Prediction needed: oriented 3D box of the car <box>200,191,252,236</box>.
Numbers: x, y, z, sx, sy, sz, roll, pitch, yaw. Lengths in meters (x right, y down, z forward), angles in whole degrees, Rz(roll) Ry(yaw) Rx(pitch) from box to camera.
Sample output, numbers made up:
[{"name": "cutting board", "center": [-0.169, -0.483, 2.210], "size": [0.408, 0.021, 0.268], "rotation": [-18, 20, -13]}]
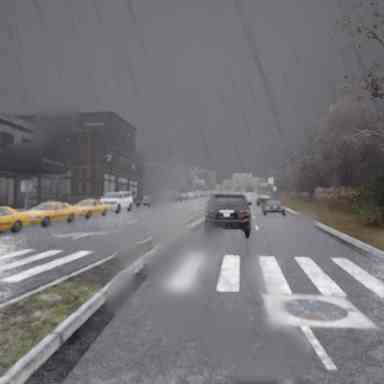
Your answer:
[{"name": "car", "center": [1.974, 1.102, 17.653], "size": [2.150, 2.045, 5.566], "rotation": [0, 0, 9]}]

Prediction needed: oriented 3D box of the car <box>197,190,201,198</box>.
[{"name": "car", "center": [0.178, 0.725, 81.919], "size": [2.185, 1.767, 4.553], "rotation": [0, 0, 9]}]

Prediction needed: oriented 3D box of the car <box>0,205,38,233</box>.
[{"name": "car", "center": [-10.183, 1.380, 16.218], "size": [1.946, 1.575, 5.366], "rotation": [0, 0, 9]}]

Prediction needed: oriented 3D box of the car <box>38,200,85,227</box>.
[{"name": "car", "center": [-9.313, 1.333, 21.672], "size": [1.946, 1.575, 5.366], "rotation": [0, 0, 9]}]

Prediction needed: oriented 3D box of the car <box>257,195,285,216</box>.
[{"name": "car", "center": [7.192, 1.308, 29.722], "size": [2.033, 1.411, 5.357], "rotation": [0, 0, 9]}]

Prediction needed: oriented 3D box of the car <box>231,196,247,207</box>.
[{"name": "car", "center": [6.230, 1.225, 44.102], "size": [1.994, 1.385, 4.181], "rotation": [0, 0, 9]}]

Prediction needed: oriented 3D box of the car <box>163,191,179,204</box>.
[{"name": "car", "center": [-4.104, 1.071, 54.731], "size": [2.231, 1.521, 4.892], "rotation": [0, 0, 9]}]

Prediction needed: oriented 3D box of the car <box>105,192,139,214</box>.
[{"name": "car", "center": [-7.548, 0.995, 32.865], "size": [2.435, 2.045, 5.566], "rotation": [0, 0, 9]}]

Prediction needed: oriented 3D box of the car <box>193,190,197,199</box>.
[{"name": "car", "center": [-0.715, 0.894, 76.248], "size": [1.946, 1.575, 5.366], "rotation": [0, 0, 9]}]

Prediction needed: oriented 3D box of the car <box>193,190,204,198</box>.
[{"name": "car", "center": [1.887, 0.512, 92.775], "size": [2.435, 2.045, 5.566], "rotation": [0, 0, 9]}]

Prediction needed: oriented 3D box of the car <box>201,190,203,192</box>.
[{"name": "car", "center": [1.004, 0.806, 87.163], "size": [1.946, 1.575, 5.366], "rotation": [0, 0, 9]}]

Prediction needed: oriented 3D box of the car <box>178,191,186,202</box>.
[{"name": "car", "center": [-3.252, 0.775, 60.153], "size": [2.435, 2.045, 5.566], "rotation": [0, 0, 9]}]

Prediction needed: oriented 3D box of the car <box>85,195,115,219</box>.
[{"name": "car", "center": [-8.454, 1.289, 27.130], "size": [1.946, 1.575, 5.366], "rotation": [0, 0, 9]}]

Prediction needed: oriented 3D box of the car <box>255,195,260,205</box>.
[{"name": "car", "center": [9.656, 1.112, 44.943], "size": [1.882, 1.535, 5.008], "rotation": [0, 0, 9]}]

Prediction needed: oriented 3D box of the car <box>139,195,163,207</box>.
[{"name": "car", "center": [-5.833, 1.188, 43.779], "size": [2.163, 1.488, 4.792], "rotation": [0, 0, 9]}]

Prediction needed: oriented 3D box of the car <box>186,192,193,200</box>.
[{"name": "car", "center": [-1.839, 0.953, 69.469], "size": [2.231, 1.521, 4.892], "rotation": [0, 0, 10]}]
